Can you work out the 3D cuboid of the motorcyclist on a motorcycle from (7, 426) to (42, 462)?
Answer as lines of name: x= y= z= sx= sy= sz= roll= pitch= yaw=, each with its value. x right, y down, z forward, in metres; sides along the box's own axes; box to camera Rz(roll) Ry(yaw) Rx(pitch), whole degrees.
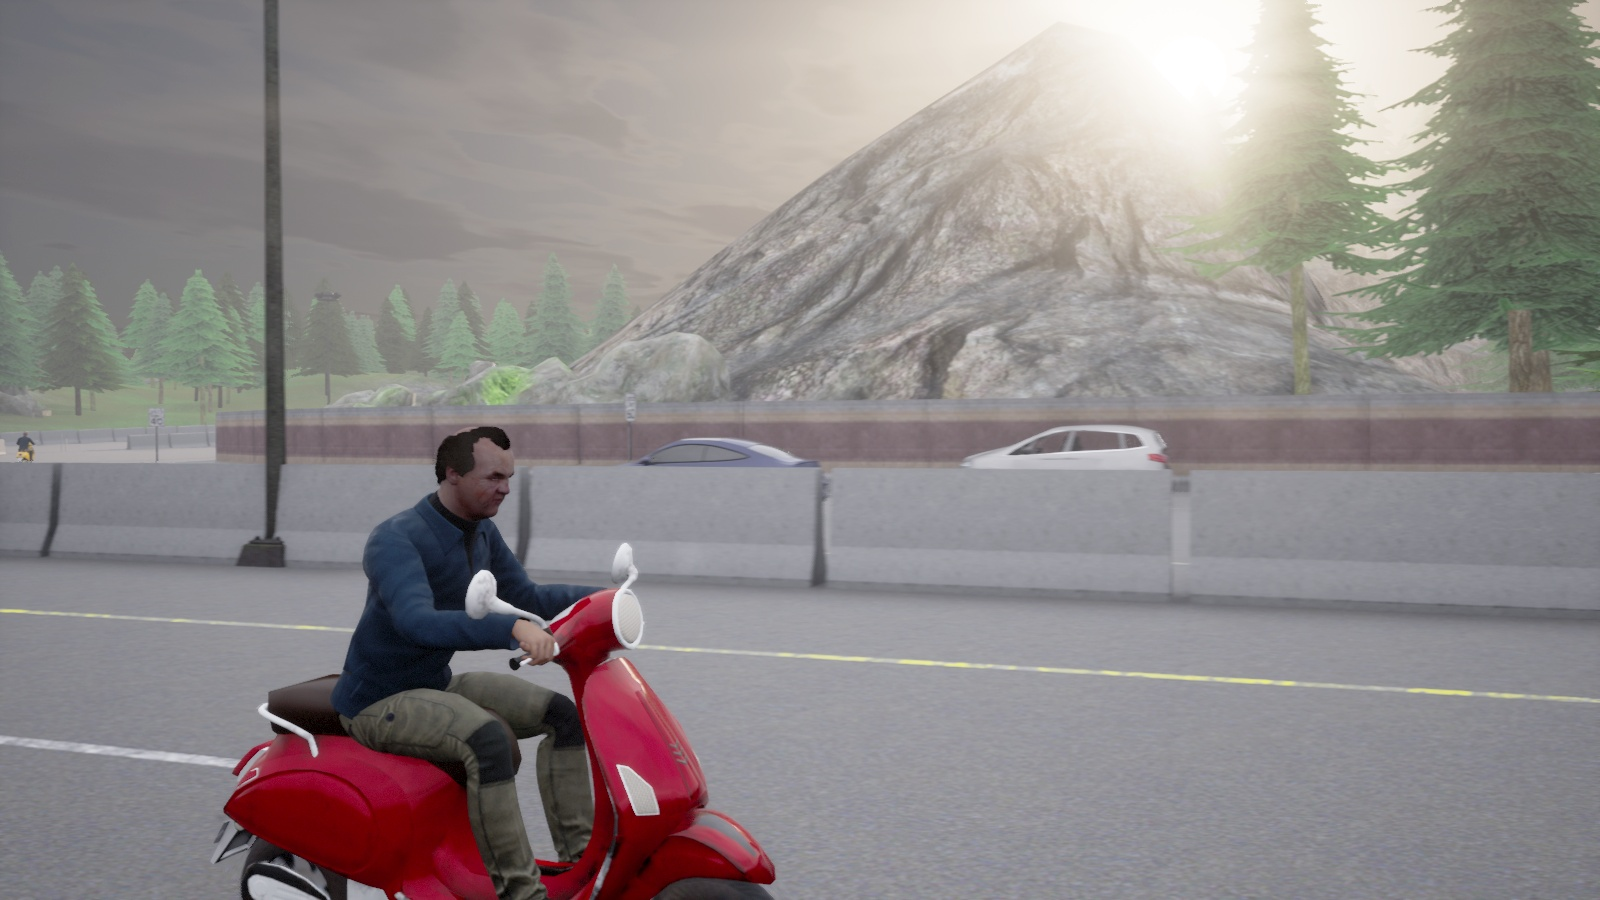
motorcyclist on a motorcycle: x=-34.824 y=-0.283 z=56.414 sx=0.866 sy=1.590 sz=1.817 roll=1 pitch=2 yaw=-16

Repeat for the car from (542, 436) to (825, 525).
car: x=-2.067 y=0.487 z=22.354 sx=4.674 sy=1.442 sz=1.812 roll=0 pitch=1 yaw=19

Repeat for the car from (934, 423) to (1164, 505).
car: x=5.424 y=0.255 z=27.214 sx=4.611 sy=1.667 sz=2.242 roll=0 pitch=1 yaw=19

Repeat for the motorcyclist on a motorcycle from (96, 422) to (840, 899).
motorcyclist on a motorcycle: x=-0.888 y=0.721 z=3.492 sx=1.817 sy=1.590 sz=0.866 roll=1 pitch=1 yaw=19
